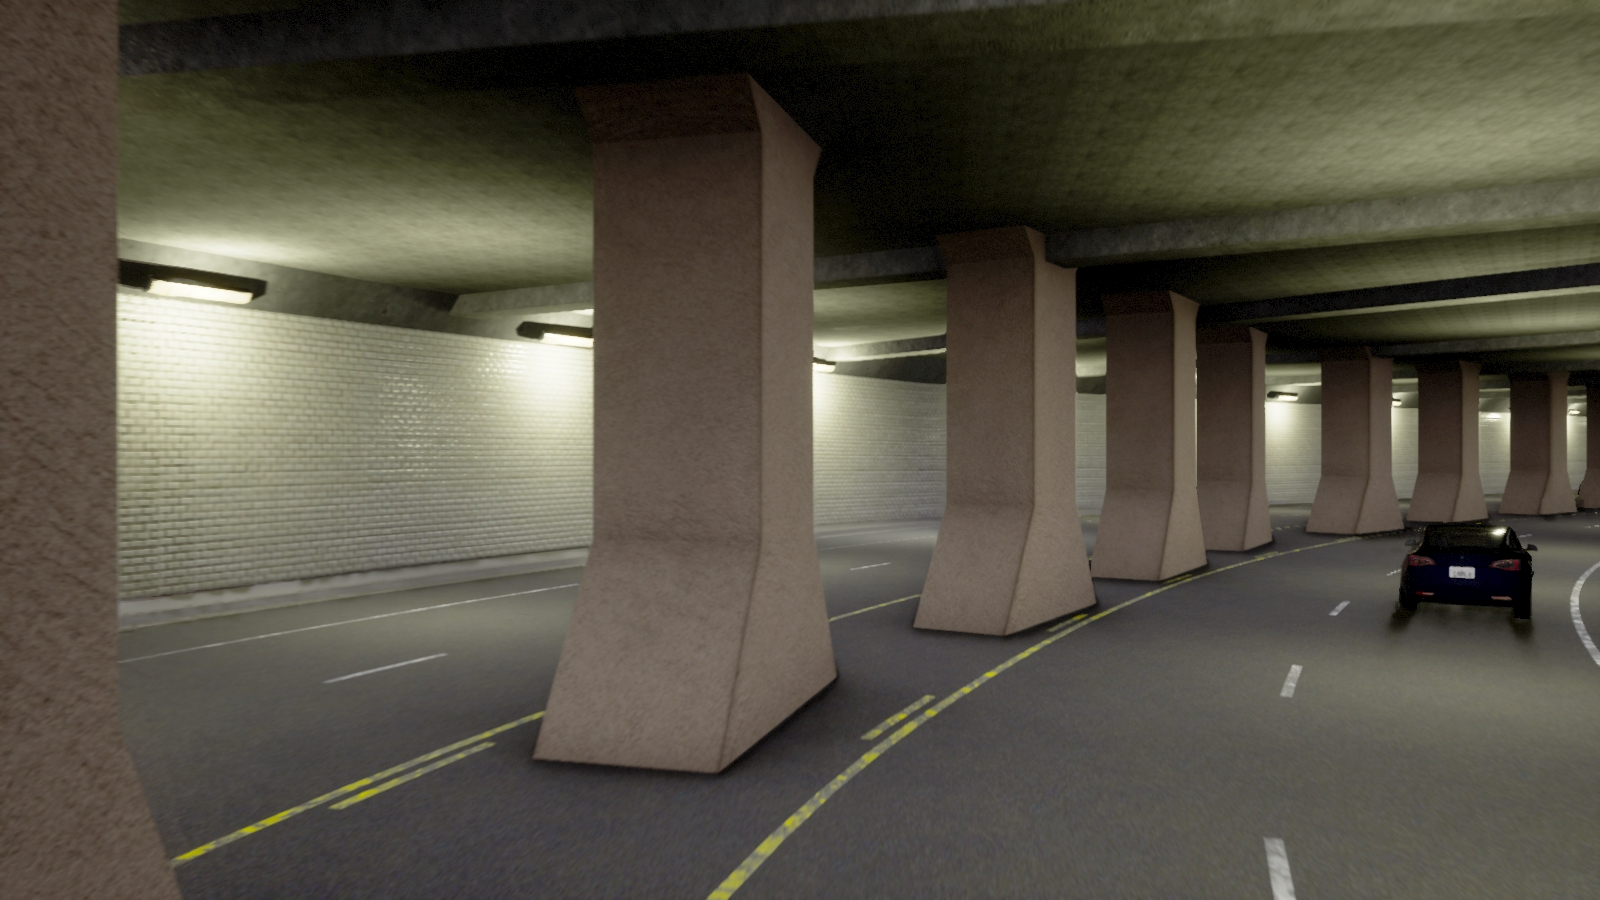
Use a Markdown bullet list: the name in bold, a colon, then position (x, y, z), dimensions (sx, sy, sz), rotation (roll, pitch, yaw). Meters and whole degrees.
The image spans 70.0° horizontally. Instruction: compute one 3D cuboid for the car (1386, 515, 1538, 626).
- **car**: position (12.147, 2.067, 20.821), dimensions (2.163, 1.488, 4.792), rotation (0, 0, 33)
